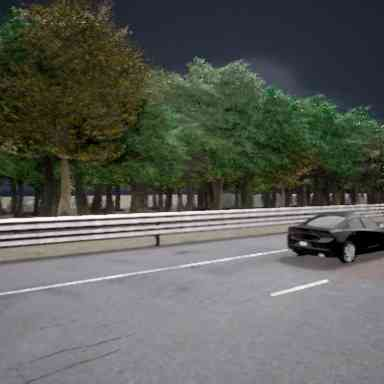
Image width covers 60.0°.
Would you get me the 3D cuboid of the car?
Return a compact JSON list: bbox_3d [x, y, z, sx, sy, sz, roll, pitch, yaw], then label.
[{"bbox_3d":[5.553,1.497,11.992,5.008,1.535,1.882,0,0,-35],"label":"car"}]
